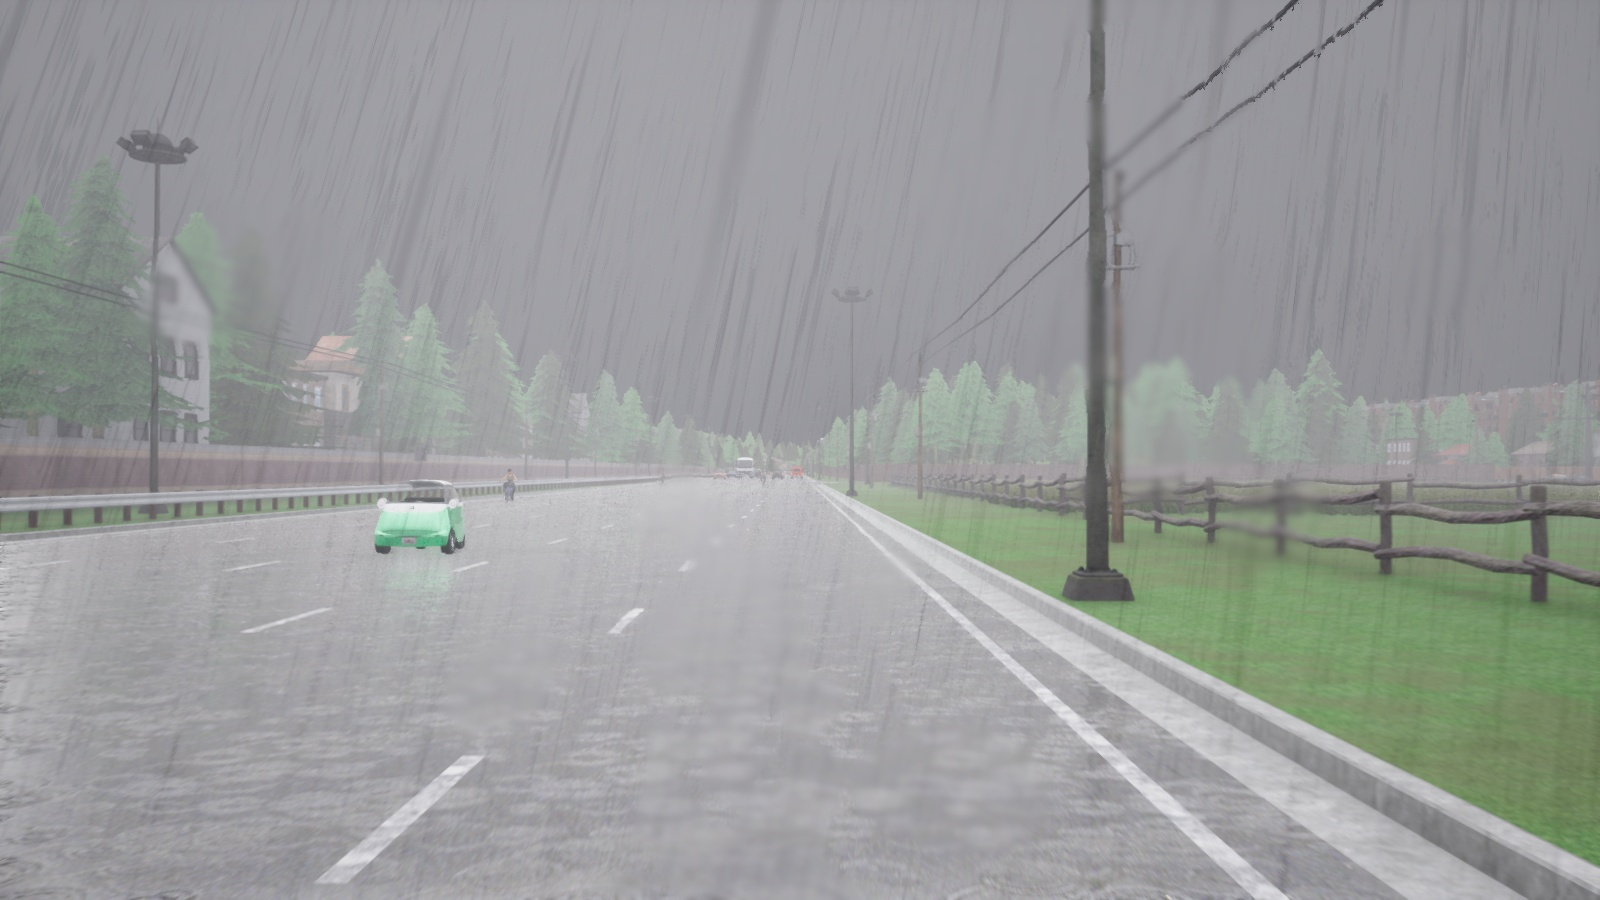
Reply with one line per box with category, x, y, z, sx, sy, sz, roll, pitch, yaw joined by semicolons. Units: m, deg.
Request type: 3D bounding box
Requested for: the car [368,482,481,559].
car;-7.057;1.296;23.774;1.481;1.376;2.207;0;-1;0
